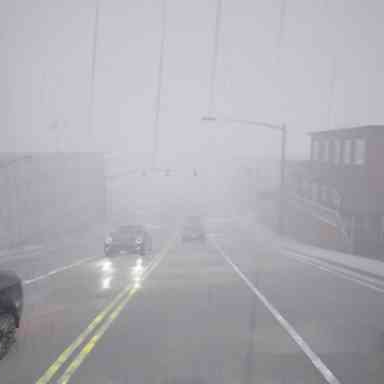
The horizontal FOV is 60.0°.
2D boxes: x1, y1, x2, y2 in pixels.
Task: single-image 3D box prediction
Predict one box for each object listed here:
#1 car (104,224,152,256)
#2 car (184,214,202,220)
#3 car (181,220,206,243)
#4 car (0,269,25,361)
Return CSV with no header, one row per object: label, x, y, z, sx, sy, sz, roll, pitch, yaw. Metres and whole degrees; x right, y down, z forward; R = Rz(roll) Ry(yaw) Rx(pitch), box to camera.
car,-3.580,2.688,19.387,2.097,1.767,4.553,0,-5,0
car,0.128,3.272,38.126,2.033,1.411,5.357,0,3,0
car,0.128,3.421,28.190,1.994,1.385,4.181,0,-2,0
car,-3.598,1.594,3.385,2.128,1.511,4.902,0,-3,0
